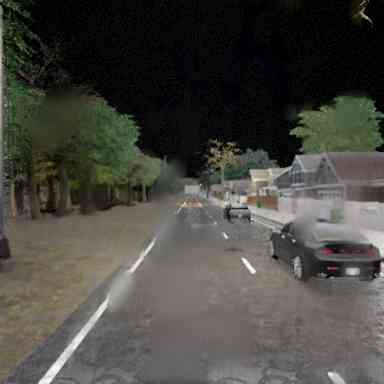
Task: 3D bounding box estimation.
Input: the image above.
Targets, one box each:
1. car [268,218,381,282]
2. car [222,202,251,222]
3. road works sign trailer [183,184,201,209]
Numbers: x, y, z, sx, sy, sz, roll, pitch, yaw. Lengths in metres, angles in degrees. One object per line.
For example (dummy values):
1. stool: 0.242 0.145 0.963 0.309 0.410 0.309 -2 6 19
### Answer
1. car: 3.607 1.540 9.883 1.837 1.490 4.892 0 0 0
2. car: 3.614 1.594 27.271 2.128 1.511 4.902 0 0 0
3. road works sign trailer: 0.026 0.660 48.717 2.380 3.560 2.880 0 0 0
